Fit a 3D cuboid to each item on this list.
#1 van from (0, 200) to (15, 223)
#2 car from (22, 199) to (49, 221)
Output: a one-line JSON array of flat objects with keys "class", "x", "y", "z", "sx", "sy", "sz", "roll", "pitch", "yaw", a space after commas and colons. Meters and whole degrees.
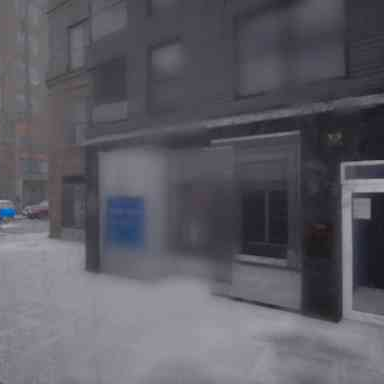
[{"class": "van", "x": -15.880, "y": 1.552, "z": 25.706, "sx": 1.690, "sy": 1.788, "sz": 3.998, "roll": -1, "pitch": 0, "yaw": 36}, {"class": "car", "x": -12.600, "y": 1.530, "z": 30.240, "sx": 2.192, "sy": 1.841, "sz": 5.009, "roll": -1, "pitch": 0, "yaw": 36}]
